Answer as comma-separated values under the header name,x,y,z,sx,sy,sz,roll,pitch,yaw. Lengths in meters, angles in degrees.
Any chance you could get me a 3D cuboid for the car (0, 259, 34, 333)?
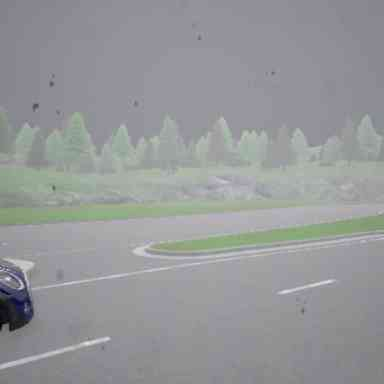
name,x,y,z,sx,sy,sz,roll,pitch,yaw
car,-4.759,1.354,4.649,4.553,1.767,2.097,0,0,-35
